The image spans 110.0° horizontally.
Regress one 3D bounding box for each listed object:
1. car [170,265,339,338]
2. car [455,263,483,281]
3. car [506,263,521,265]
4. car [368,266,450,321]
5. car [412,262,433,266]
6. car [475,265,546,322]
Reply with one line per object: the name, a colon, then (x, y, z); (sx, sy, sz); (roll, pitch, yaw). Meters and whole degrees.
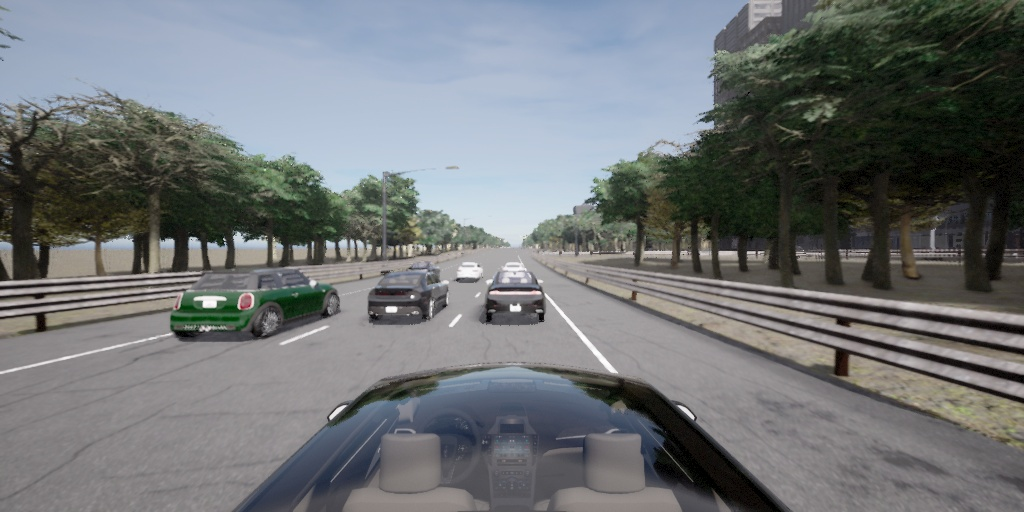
car: (-6.902, 1.112, 10.318); (2.097, 1.767, 4.553); (0, 0, 0)
car: (-3.401, 1.265, 29.345); (1.812, 1.442, 4.674); (0, 0, 0)
car: (0.112, 1.265, 29.364); (1.812, 1.442, 4.674); (0, 0, 0)
car: (-3.401, 1.265, 12.544); (1.837, 1.490, 4.892); (0, 0, 0)
car: (-6.901, 1.237, 28.320); (2.128, 1.511, 4.902); (0, 0, 0)
car: (0.099, 1.252, 12.393); (2.128, 1.511, 4.902); (0, 0, 0)
